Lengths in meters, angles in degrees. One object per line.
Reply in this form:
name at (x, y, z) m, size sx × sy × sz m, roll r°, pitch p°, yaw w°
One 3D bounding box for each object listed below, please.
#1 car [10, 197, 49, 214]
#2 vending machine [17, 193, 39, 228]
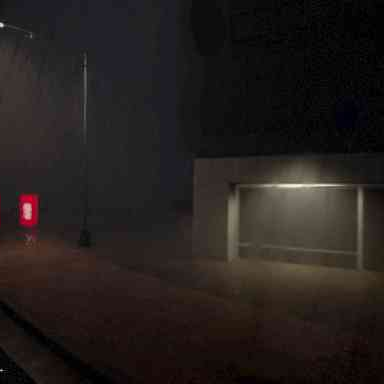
car at (-16.011, 1.230, 33.051) m, size 2.097 × 1.767 × 4.553 m, roll 1°, pitch 0°, yaw 0°
vending machine at (-10.171, 1.119, 20.719) m, size 1.100 × 2.100 × 0.880 m, roll 1°, pitch 0°, yaw -18°
